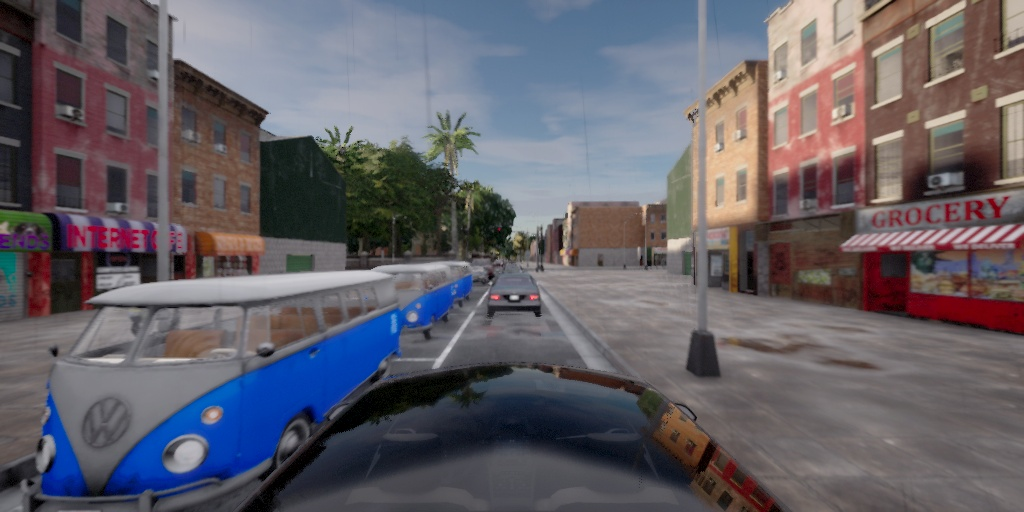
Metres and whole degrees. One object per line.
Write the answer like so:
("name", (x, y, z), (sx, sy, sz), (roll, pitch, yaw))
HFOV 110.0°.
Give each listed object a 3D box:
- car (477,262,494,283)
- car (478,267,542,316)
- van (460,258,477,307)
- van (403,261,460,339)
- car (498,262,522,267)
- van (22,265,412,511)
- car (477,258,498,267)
("car", (-2.641, 1.337, 26.140), (2.007, 1.370, 4.403), (0, 0, 0))
("car", (0.083, 1.315, 13.421), (2.033, 1.411, 5.357), (0, 0, 0))
("van", (-2.640, 1.111, 15.212), (1.690, 1.789, 3.998), (0, 0, 0))
("van", (-2.639, 1.103, 9.748), (1.690, 1.789, 3.998), (0, 0, 0))
("car", (0.085, 1.396, 30.292), (1.895, 1.301, 4.718), (0, 0, 0))
("van", (-2.638, 1.095, 4.283), (1.690, 1.789, 3.998), (0, 0, 0))
("car", (-2.642, 1.113, 31.603), (2.192, 1.841, 5.009), (0, 0, 0))
